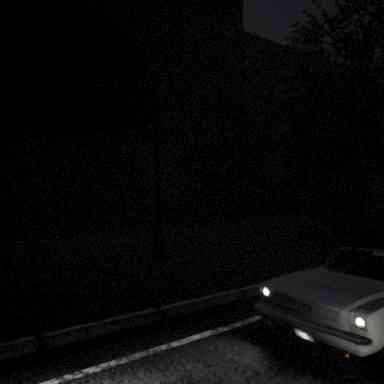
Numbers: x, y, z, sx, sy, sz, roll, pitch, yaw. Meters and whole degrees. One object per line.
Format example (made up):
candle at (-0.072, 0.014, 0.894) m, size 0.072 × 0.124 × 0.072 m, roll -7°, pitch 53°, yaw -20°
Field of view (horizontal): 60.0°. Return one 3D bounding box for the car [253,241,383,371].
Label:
car at (3.290, 1.602, 5.724) m, size 4.718 × 1.301 × 1.895 m, roll 0°, pitch 0°, yaw -36°
